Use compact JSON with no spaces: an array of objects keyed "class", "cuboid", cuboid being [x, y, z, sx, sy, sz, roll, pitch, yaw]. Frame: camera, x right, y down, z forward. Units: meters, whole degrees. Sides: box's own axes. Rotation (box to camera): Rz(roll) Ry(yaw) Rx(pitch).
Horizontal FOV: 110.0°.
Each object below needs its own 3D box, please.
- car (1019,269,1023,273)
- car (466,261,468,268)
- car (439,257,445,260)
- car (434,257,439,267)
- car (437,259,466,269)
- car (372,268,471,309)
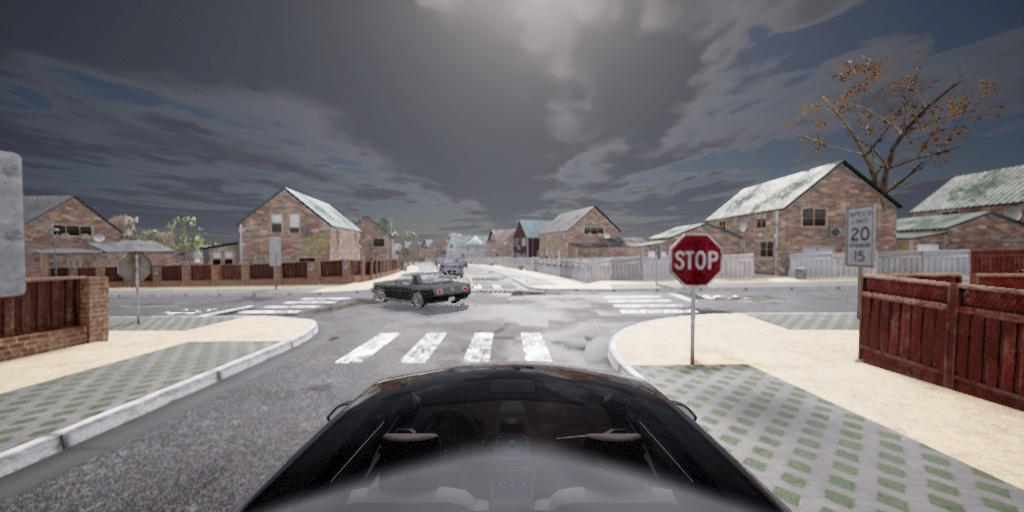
[{"class":"car","cuboid":[23.074,0.748,13.786,4.718,1.301,1.895,-1,1,5]},{"class":"car","cuboid":[-8.542,1.156,59.321,2.128,1.511,4.902,0,0,-17]},{"class":"car","cuboid":[-8.374,1.191,47.415,1.812,1.442,4.674,0,0,-13]},{"class":"car","cuboid":[-12.529,0.938,62.930,2.128,1.511,4.902,0,0,-18]},{"class":"car","cuboid":[-5.388,1.222,32.141,1.994,1.385,4.181,0,0,-9]},{"class":"car","cuboid":[-3.961,1.336,15.010,4.718,1.301,1.895,-1,1,42]}]
